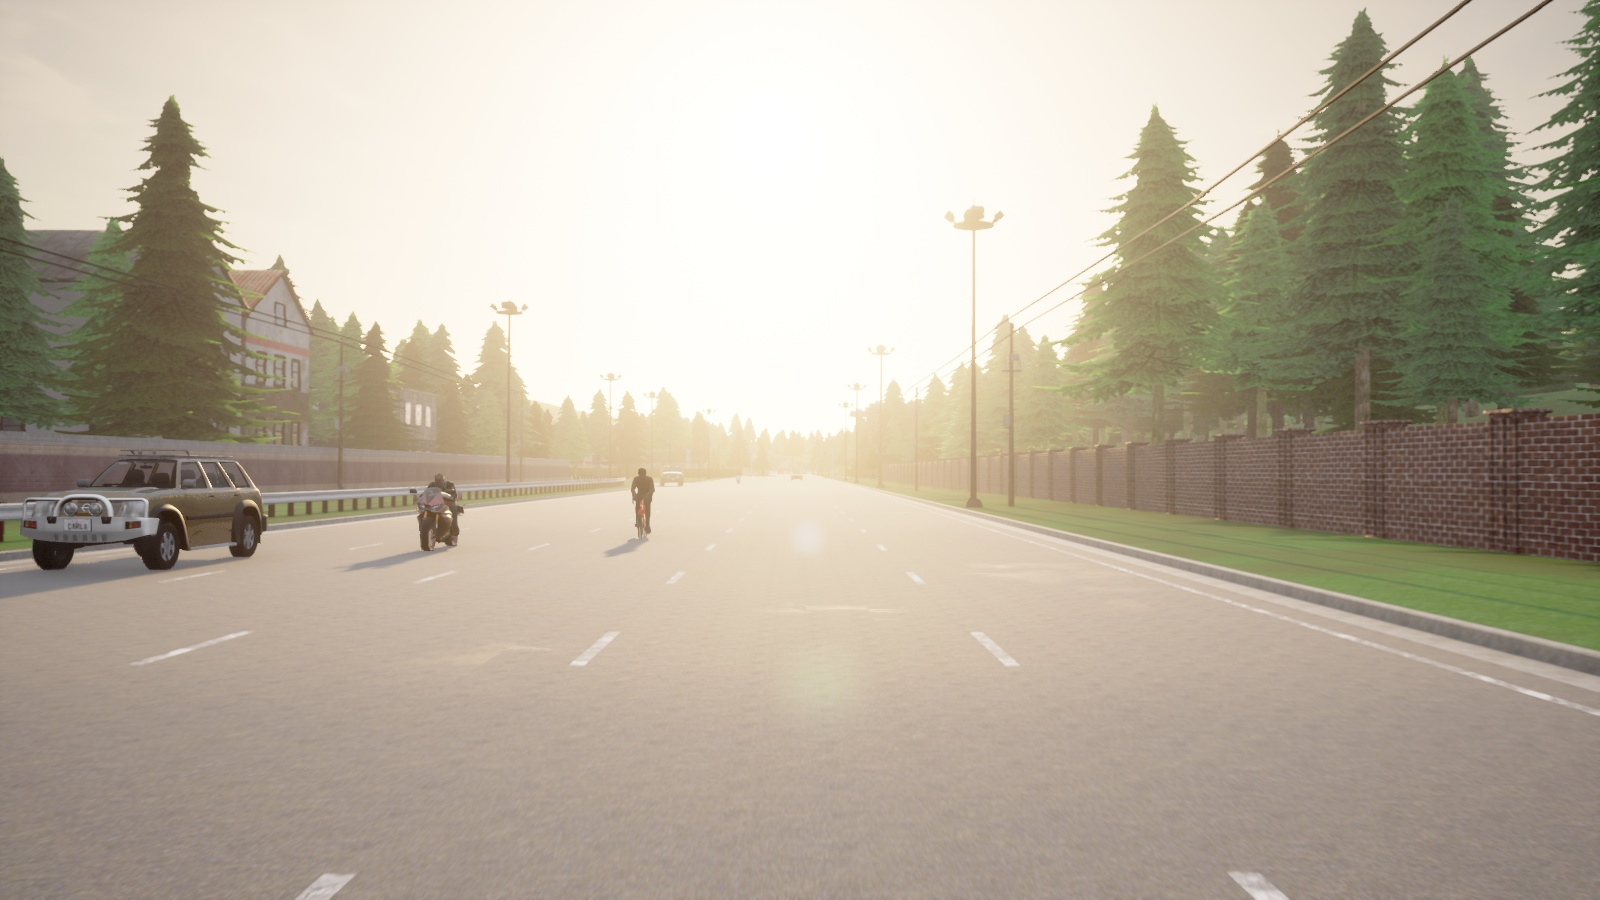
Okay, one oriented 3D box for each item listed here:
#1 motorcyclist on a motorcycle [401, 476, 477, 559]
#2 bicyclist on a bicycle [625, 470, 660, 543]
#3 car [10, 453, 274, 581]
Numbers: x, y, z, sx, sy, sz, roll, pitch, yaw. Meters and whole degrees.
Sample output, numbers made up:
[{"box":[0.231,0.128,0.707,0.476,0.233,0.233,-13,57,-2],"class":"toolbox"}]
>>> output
[{"box":[-7.059,1.291,24.669,0.866,1.530,2.191,0,-1,0],"class":"motorcyclist on a motorcycle"},{"box":[-3.569,1.260,28.597,0.582,1.620,1.656,0,-1,0],"class":"bicyclist on a bicycle"},{"box":[-10.551,1.018,20.605,1.932,1.855,4.605,0,-1,0],"class":"car"}]
